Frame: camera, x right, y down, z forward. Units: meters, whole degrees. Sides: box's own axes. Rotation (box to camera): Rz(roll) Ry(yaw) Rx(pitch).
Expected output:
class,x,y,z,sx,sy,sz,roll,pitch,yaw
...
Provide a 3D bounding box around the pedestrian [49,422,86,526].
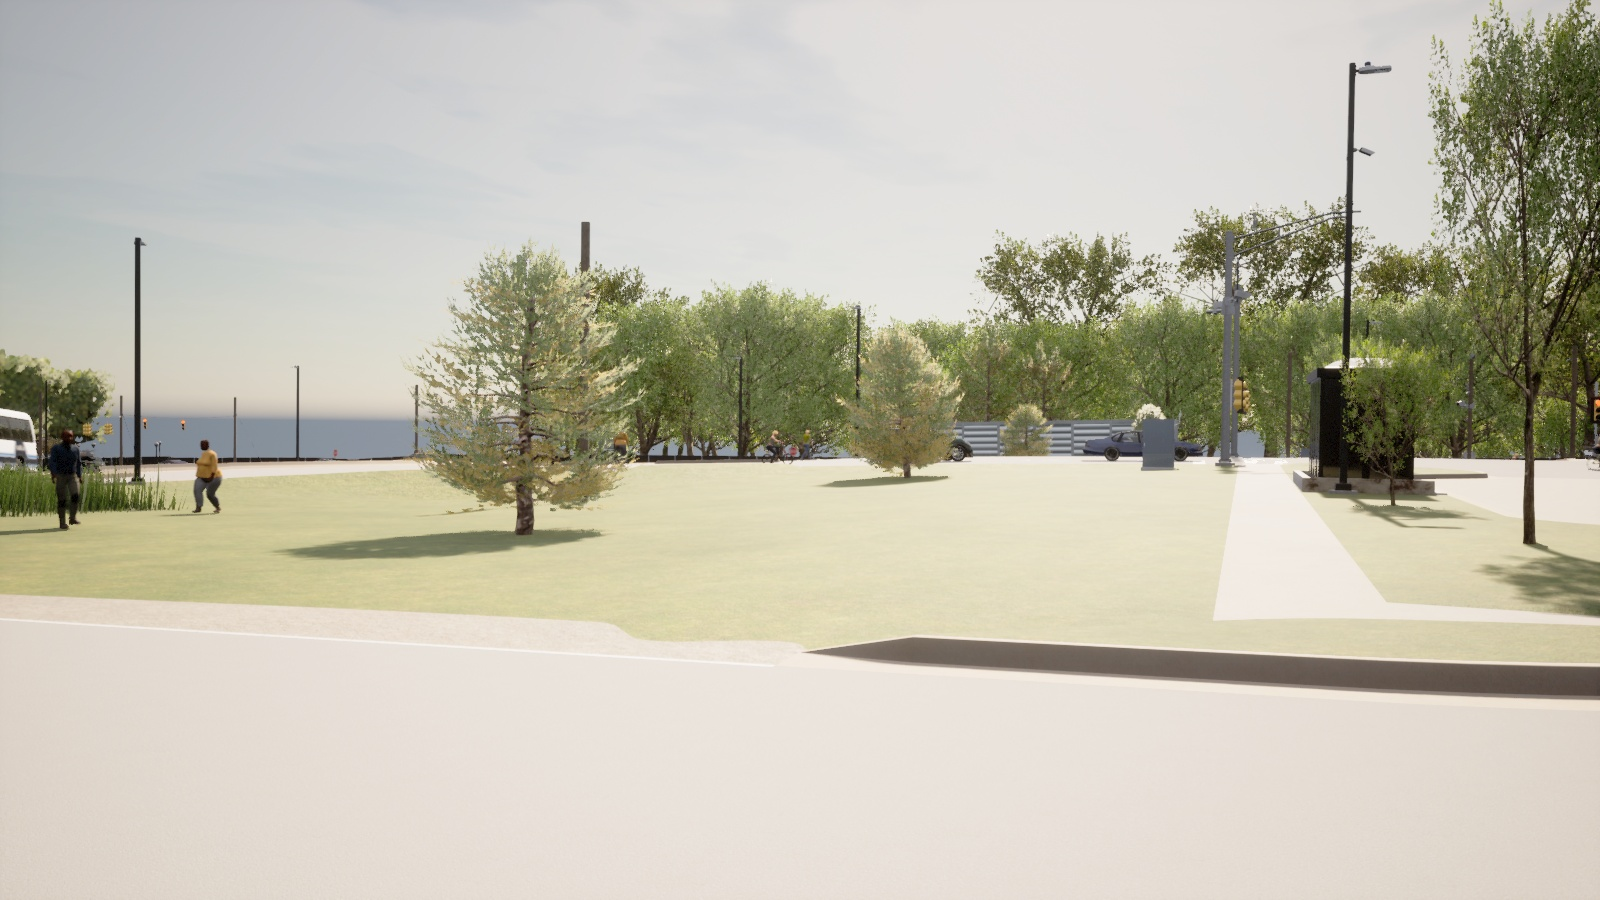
class,x,y,z,sx,sy,sz,roll,pitch,yaw
pedestrian,-13.283,0.420,22.779,0.726,1.835,0.370,2,2,43

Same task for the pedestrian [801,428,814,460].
class,x,y,z,sx,sy,sz,roll,pitch,yaw
pedestrian,0.449,-0.340,73.397,0.706,1.836,0.354,0,2,-44

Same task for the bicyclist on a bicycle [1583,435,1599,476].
class,x,y,z,sx,sy,sz,roll,pitch,yaw
bicyclist on a bicycle,32.225,0.245,50.012,1.509,1.612,0.866,1,1,15

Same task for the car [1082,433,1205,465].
class,x,y,z,sx,sy,sz,roll,pitch,yaw
car,15.775,-0.077,57.952,5.357,1.411,2.033,1,1,13

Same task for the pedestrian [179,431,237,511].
class,x,y,z,sx,sy,sz,roll,pitch,yaw
pedestrian,-14.241,0.491,30.234,0.874,1.855,0.900,2,1,25

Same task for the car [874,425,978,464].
class,x,y,z,sx,sy,sz,roll,pitch,yaw
car,5.945,-0.269,59.599,4.553,1.767,2.097,-1,1,-8

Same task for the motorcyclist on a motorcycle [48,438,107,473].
class,x,y,z,sx,sy,sz,roll,pitch,yaw
motorcyclist on a motorcycle,-33.122,0.231,57.618,2.191,1.530,0.866,-1,0,4

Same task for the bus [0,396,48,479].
class,x,y,z,sx,sy,sz,roll,pitch,yaw
bus,-45.829,-0.663,69.377,3.944,4.253,10.273,-5,-1,-12
